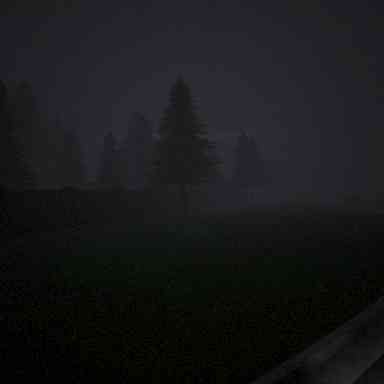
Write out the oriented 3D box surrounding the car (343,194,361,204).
[{"bbox_3d":[23.898,1.050,49.753,1.812,1.442,4.674,-1,0,14],"label":"car"}]
